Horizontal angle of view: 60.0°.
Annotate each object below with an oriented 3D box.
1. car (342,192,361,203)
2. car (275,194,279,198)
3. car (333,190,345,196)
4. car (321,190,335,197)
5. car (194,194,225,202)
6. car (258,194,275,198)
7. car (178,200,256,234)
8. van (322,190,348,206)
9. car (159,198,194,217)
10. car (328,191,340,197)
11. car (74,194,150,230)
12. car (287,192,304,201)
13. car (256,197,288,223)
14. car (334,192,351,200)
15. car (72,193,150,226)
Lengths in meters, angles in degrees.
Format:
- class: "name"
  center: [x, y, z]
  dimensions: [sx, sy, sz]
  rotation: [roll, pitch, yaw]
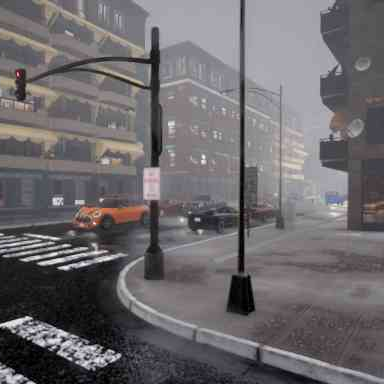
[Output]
- class: "car"
  center: [23.893, 0.773, 49.814]
  dimensions: [1.887, 1.381, 4.507]
  rotation: [1, 2, 35]
- class: "car"
  center: [10.654, 0.897, 45.550]
  dimensions: [1.947, 1.339, 4.313]
  rotation: [2, 2, 35]
- class: "car"
  center: [36.279, 0.274, 82.010]
  dimensions: [1.802, 1.307, 4.206]
  rotation: [2, 2, 35]
- class: "car"
  center: [29.873, 0.396, 72.895]
  dimensions: [1.887, 1.381, 4.507]
  rotation: [2, 2, 35]
- class: "car"
  center: [1.134, 0.992, 27.521]
  dimensions: [2.097, 1.767, 4.553]
  rotation: [0, 1, 35]
- class: "car"
  center: [6.770, 1.100, 35.532]
  dimensions: [1.895, 1.301, 4.718]
  rotation: [0, 1, 35]
- class: "car"
  center: [1.470, 1.356, 17.913]
  dimensions: [1.947, 1.339, 4.313]
  rotation: [1, 2, 35]
- class: "van"
  center: [17.489, 0.730, 40.695]
  dimensions: [1.690, 1.788, 3.998]
  rotation: [1, 2, 35]
- class: "car"
  center: [-2.160, 1.197, 27.321]
  dimensions: [1.887, 1.381, 4.507]
  rotation: [2, 2, 35]
- class: "car"
  center: [33.076, 0.353, 77.452]
  dimensions: [1.802, 1.307, 4.206]
  rotation: [2, 2, 35]
- class: "car"
  center: [-4.546, 1.135, 19.440]
  dimensions: [2.097, 1.767, 4.553]
  rotation: [0, 1, 35]
- class: "car"
  center: [17.060, 0.737, 54.665]
  dimensions: [1.947, 1.339, 4.313]
  rotation: [2, 2, 35]
- class: "car"
  center: [4.673, 1.292, 22.470]
  dimensions: [1.802, 1.307, 4.206]
  rotation: [1, 2, 35]
- class: "car"
  center: [25.929, 0.708, 57.233]
  dimensions: [1.895, 1.301, 4.718]
  rotation: [0, 1, 35]
- class: "car"
  center: [-5.361, 1.048, 22.757]
  dimensions: [2.192, 1.841, 5.009]
  rotation: [2, 2, 35]
